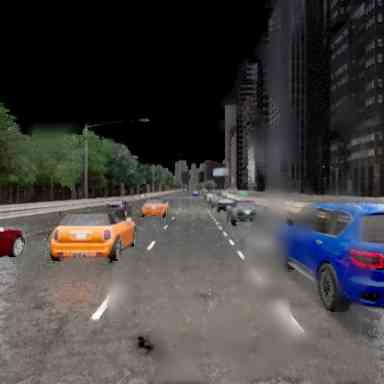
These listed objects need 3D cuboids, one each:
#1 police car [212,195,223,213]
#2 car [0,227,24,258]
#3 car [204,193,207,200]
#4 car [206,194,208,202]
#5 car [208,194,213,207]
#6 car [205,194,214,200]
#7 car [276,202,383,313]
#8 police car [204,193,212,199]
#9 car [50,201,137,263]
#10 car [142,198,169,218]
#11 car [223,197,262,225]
[{"bbox_3d":[3.662,1.421,36.911,1.930,1.638,5.238,0,0,0],"label":"police car"},{"bbox_3d":[-6.884,1.499,9.794,1.882,1.535,5.008,0,0,0],"label":"car"},{"bbox_3d":[4.049,1.339,69.704,1.882,1.535,5.008,0,1,1],"label":"car"},{"bbox_3d":[3.895,1.459,58.742,1.837,1.490,4.892,0,0,1],"label":"car"},{"bbox_3d":[3.765,1.329,47.742,2.097,1.767,4.553,0,0,1],"label":"car"},{"bbox_3d":[4.231,1.211,80.703,2.163,1.488,4.792,0,1,1],"label":"car"},{"bbox_3d":[3.610,1.241,7.796,2.150,2.045,5.566,0,0,0],"label":"car"},{"bbox_3d":[4.436,1.057,91.642,2.038,1.542,4.974,0,1,1],"label":"police car"},{"bbox_3d":[-3.377,1.374,12.281,2.097,1.767,4.553,0,0,0],"label":"car"},{"bbox_3d":[-3.281,1.359,30.710,2.097,1.767,4.553,0,0,0],"label":"car"},{"bbox_3d":[3.675,1.370,24.079,2.097,1.767,4.553,0,0,1],"label":"car"}]
